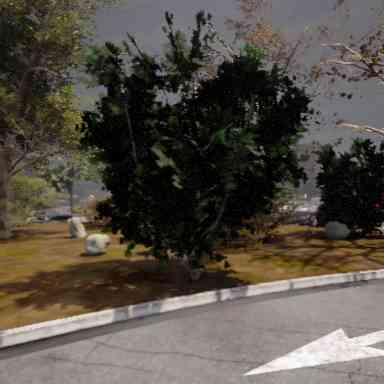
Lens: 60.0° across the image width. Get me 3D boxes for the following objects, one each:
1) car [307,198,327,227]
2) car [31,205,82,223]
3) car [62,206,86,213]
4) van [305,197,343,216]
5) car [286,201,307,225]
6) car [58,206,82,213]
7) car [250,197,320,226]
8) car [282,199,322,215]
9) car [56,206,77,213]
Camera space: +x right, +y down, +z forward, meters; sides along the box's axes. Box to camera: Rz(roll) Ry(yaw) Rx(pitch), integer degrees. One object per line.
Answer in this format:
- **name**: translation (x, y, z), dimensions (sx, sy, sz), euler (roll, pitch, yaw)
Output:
- **car**: translation (10.729, 1.380, 22.430), dimensions (5.566, 2.045, 2.435), euler (0, -1, -35)
- **car**: translation (-14.615, 2.557, 36.568), dimensions (4.902, 1.511, 2.128), euler (1, -1, -34)
- **car**: translation (-27.949, 4.097, 78.550), dimensions (4.892, 1.521, 2.231), euler (0, -3, -34)
- **van**: translation (14.954, 1.624, 37.567), dimensions (4.442, 1.987, 1.878), euler (0, -1, -35)
- **car**: translation (9.181, 1.670, 24.600), dimensions (4.892, 1.521, 2.231), euler (0, -1, -35)
- **car**: translation (-29.799, 4.240, 81.247), dimensions (5.008, 1.535, 2.097), euler (0, -3, -34)
- **car**: translation (7.596, 1.460, 26.904), dimensions (5.566, 2.045, 2.435), euler (0, -1, -35)
- **car**: translation (13.294, 1.794, 40.108), dimensions (4.553, 1.767, 2.185), euler (0, -2, -35)
- **car**: translation (-31.562, 4.419, 83.850), dimensions (4.674, 1.452, 2.002), euler (0, -3, -34)
